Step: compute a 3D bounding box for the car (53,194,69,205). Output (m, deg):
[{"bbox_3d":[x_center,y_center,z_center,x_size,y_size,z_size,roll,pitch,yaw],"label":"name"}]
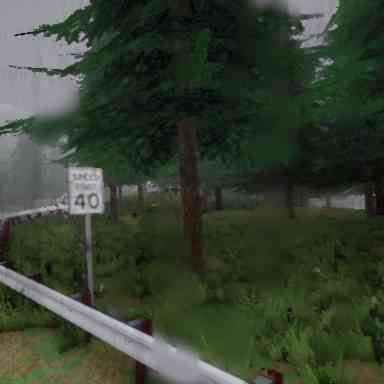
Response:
[{"bbox_3d":[-14.840,0.912,40.470,2.033,1.411,5.357,-4,1,7],"label":"car"}]
